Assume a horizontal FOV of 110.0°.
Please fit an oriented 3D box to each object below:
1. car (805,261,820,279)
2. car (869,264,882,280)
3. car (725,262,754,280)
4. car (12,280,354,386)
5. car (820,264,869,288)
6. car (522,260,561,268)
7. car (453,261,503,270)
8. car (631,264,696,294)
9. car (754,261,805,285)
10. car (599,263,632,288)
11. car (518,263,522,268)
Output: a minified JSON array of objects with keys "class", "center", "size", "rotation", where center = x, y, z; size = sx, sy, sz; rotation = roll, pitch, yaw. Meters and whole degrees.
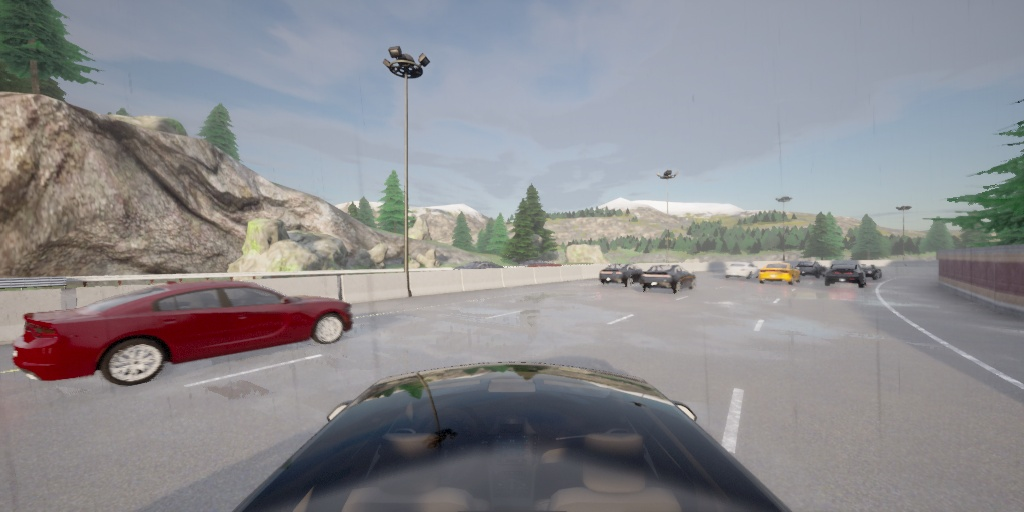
[{"class":"car","center":[27.658,1.241,33.234],"size":[4.902,1.511,2.128],"rotation":[0,0,-39]},{"class":"car","center":[30.403,1.351,30.972],"size":[4.718,1.301,1.895],"rotation":[0,0,-39]},{"class":"car","center":[20.492,1.276,31.786],"size":[4.674,1.442,1.812],"rotation":[0,0,-41]},{"class":"car","center":[-5.749,1.228,7.215],"size":[1.882,1.535,5.008],"rotation":[0,0,34]},{"class":"car","center":[22.470,1.255,24.130],"size":[4.892,1.490,1.837],"rotation":[0,0,-43]},{"class":"car","center":[3.990,1.351,45.455],"size":[4.718,1.301,1.895],"rotation":[0,0,-42]},{"class":"car","center":[-2.686,1.241,28.633],"size":[2.128,1.511,4.902],"rotation":[0,0,42]},{"class":"car","center":[8.969,1.239,20.393],"size":[2.128,1.511,4.902],"rotation":[0,0,42]},{"class":"car","center":[19.726,1.228,26.350],"size":[5.008,1.535,1.882],"rotation":[0,0,-44]},{"class":"car","center":[7.671,1.241,24.147],"size":[2.128,1.511,4.902],"rotation":[0,0,43]},{"class":"car","center":[3.006,1.243,49.274],"size":[4.902,1.511,2.128],"rotation":[0,0,-42]}]
